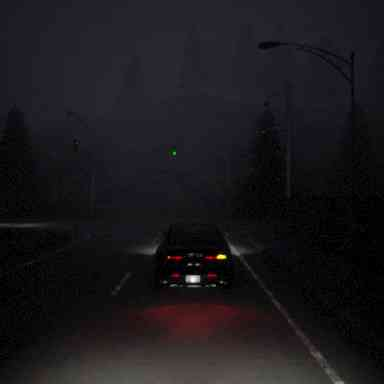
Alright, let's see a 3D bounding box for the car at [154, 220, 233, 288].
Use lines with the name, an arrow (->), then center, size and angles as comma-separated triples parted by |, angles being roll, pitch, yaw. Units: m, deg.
car -> 0.050, 1.561, 9.372 | 1.837, 1.490, 4.892 | 0, 0, 1
